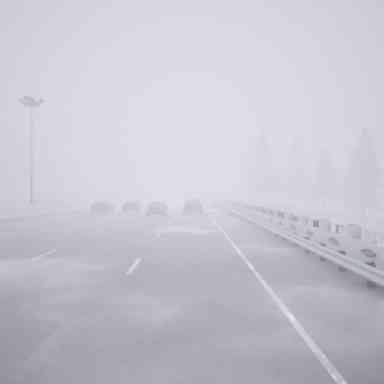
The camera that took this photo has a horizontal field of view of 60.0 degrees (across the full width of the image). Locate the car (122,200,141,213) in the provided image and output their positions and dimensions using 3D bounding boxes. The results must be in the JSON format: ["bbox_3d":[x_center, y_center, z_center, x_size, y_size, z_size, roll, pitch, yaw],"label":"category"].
[{"bbox_3d":[-6.883,1.692,38.785,1.837,1.490,4.892,0,-1,0],"label":"car"}]

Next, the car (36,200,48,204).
[{"bbox_3d":[-24.468,1.987,57.186,2.033,1.411,5.357,0,-1,-3],"label":"car"}]

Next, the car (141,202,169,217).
[{"bbox_3d":[-3.383,1.657,32.878,2.033,1.411,5.357,0,-1,0],"label":"car"}]

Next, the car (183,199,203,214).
[{"bbox_3d":[0.117,1.526,37.843,2.097,1.767,4.553,0,-1,0],"label":"car"}]

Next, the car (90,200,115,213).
[{"bbox_3d":[-10.381,1.668,39.019,1.882,1.535,5.008,0,-1,0],"label":"car"}]
